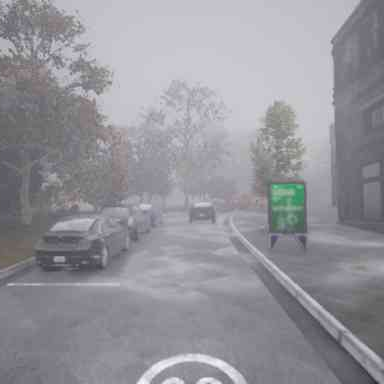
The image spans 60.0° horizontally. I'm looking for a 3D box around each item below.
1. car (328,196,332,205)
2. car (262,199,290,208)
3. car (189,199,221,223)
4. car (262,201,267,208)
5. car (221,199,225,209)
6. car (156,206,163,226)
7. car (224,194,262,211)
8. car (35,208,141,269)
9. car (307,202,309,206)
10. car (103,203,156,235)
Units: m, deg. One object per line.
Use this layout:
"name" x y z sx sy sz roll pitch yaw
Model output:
"car" 29.443 1.777 65.459 5.566 2.045 2.435 -1 -4 -20
"car" 14.497 1.982 57.126 5.008 1.535 2.097 1 -4 -40
"car" 0.957 1.448 25.553 1.882 1.535 5.008 -1 0 7
"car" 10.386 1.867 53.332 2.231 1.521 4.892 -4 -4 42
"car" 6.857 1.756 48.885 2.097 1.535 5.008 -3 -4 36
"car" -3.158 1.498 22.592 2.097 1.535 5.008 0 0 2
"car" 6.551 1.268 42.065 2.150 2.045 5.566 -3 -2 29
"car" -3.402 1.501 11.181 2.231 1.521 4.892 0 0 2
"car" 19.149 2.049 60.488 4.892 1.521 2.231 1 -4 -32
"car" -3.400 1.372 16.890 2.185 1.767 4.553 -1 0 2
